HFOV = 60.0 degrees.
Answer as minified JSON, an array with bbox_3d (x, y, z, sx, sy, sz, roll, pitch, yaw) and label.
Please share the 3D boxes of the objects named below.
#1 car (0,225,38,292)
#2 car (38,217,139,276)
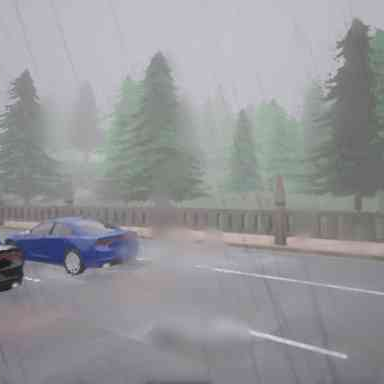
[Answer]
[{"bbox_3d":[-6.047,1.548,7.813,5.008,1.535,1.882,-1,0,32],"label":"car"},{"bbox_3d":[-3.997,1.544,10.661,5.008,1.535,1.882,-1,0,32],"label":"car"}]
